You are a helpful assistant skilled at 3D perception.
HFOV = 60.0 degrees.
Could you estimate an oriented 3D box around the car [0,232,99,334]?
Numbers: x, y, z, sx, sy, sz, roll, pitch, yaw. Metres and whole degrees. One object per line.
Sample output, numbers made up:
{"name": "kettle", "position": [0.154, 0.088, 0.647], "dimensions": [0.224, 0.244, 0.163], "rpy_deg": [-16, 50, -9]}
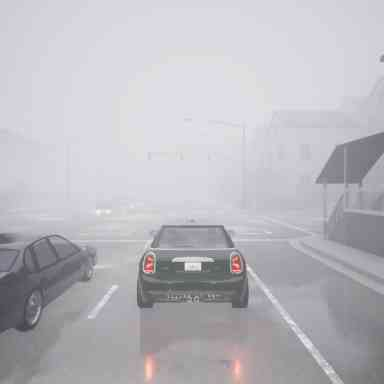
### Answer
{"name": "car", "position": [-3.488, 1.547, 6.798], "dimensions": [2.033, 1.411, 5.357], "rpy_deg": [0, 0, 0]}

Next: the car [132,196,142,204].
{"name": "car", "position": [-11.198, 1.491, 61.897], "dimensions": [2.128, 1.511, 4.902], "rpy_deg": [0, 0, 0]}

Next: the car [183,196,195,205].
{"name": "car", "position": [-0.511, 1.525, 59.197], "dimensions": [1.812, 1.442, 4.674], "rpy_deg": [0, 0, -1]}

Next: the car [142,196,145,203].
{"name": "car", "position": [-11.244, 1.521, 72.170], "dimensions": [2.128, 1.511, 4.902], "rpy_deg": [0, 0, -1]}

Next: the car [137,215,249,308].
{"name": "car", "position": [0.003, 1.352, 8.080], "dimensions": [2.097, 1.767, 4.553], "rpy_deg": [0, 0, 0]}

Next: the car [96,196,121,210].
{"name": "car", "position": [-11.042, 1.564, 43.173], "dimensions": [1.994, 1.385, 4.181], "rpy_deg": [0, 0, -1]}

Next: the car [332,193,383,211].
{"name": "car", "position": [14.110, 0.954, 27.907], "dimensions": [4.674, 1.442, 1.812], "rpy_deg": [-15, 0, -2]}

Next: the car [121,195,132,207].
{"name": "car", "position": [-11.125, 1.352, 51.828], "dimensions": [2.097, 1.767, 4.553], "rpy_deg": [0, 0, -1]}
